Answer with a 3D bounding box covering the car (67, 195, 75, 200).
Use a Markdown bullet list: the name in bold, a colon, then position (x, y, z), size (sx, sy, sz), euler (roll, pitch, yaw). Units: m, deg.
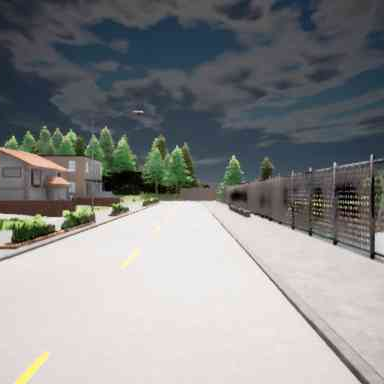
- **car**: position (-17.277, 1.115, 43.723), size (3.633, 1.501, 1.845), euler (0, 0, 0)
